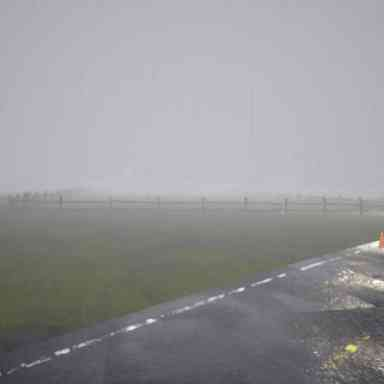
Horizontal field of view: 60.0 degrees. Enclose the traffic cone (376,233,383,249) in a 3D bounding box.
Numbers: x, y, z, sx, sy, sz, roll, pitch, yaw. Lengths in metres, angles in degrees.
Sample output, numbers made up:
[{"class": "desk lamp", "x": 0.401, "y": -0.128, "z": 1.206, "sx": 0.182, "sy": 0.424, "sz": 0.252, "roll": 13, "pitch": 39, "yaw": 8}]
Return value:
[{"class": "traffic cone", "x": 7.481, "y": 1.917, "z": 13.101, "sx": 0.340, "sy": 0.580, "sz": 0.340, "roll": 0, "pitch": 1, "yaw": -42}]
